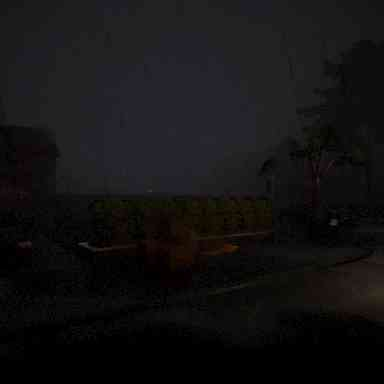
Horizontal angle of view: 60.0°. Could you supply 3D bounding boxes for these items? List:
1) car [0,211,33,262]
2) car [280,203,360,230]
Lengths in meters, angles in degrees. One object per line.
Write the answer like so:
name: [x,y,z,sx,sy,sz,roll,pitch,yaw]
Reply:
car: [-6.477,1.356,10.777,2.033,1.415,5.357,0,0,-33]
car: [7.823,1.478,20.732,1.882,1.535,5.008,0,0,-35]
